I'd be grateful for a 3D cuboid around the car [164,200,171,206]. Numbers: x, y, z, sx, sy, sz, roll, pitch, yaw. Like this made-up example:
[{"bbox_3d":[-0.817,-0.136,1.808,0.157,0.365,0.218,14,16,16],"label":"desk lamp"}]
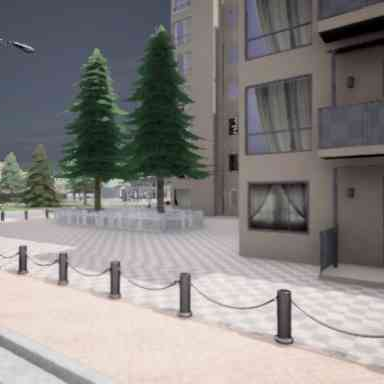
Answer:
[{"bbox_3d":[-2.734,1.662,54.965,1.895,1.301,4.718,0,0,36],"label":"car"}]
